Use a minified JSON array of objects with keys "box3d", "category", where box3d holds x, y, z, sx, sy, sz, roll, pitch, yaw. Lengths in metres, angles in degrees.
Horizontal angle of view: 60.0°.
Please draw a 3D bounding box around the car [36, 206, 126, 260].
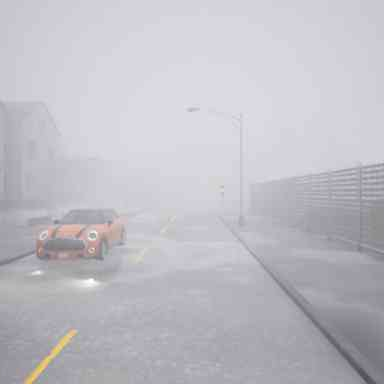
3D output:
[{"box3d":[-3.941,1.397,12.539,2.097,1.767,4.553,0,0,1],"category":"car"}]
